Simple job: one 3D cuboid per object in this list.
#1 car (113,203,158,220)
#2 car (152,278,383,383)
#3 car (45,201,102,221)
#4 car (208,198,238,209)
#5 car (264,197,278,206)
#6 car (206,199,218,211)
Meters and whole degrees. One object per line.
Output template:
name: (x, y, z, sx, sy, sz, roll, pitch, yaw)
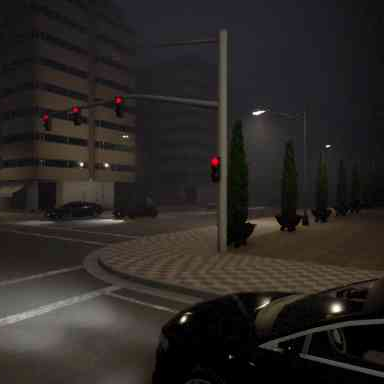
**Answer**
car: (-4.851, 1.619, 29.072, 1.994, 1.385, 4.181, 0, 0, 35)
car: (1.834, 1.492, 2.665, 4.902, 1.511, 2.128, 0, 0, 36)
car: (-9.862, 1.559, 28.043, 1.837, 1.490, 4.892, 0, 0, 35)
car: (4.609, 1.603, 48.498, 2.033, 1.411, 5.357, 0, 0, 35)
car: (13.536, 1.560, 54.924, 2.128, 1.511, 4.902, 0, 0, 35)
car: (3.549, 1.533, 40.951, 1.882, 1.535, 5.008, 0, 0, 35)
